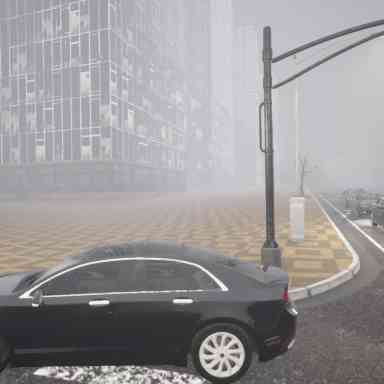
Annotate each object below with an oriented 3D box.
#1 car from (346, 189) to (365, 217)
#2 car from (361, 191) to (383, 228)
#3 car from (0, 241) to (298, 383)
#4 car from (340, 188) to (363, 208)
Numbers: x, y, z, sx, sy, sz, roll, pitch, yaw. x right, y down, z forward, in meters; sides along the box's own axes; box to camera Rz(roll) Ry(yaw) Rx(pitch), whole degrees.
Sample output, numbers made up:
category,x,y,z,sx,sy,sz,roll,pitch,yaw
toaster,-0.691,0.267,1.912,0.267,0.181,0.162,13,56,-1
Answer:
category,x,y,z,sx,sy,sz,roll,pitch,yaw
car,11.122,0.759,20.671,1.994,1.385,4.181,-1,2,17
car,9.065,0.928,14.380,2.128,1.511,4.902,-1,2,18
car,-1.039,1.505,4.758,4.892,1.490,1.837,0,0,0
car,13.125,0.454,26.732,2.128,1.511,4.902,-1,2,18
